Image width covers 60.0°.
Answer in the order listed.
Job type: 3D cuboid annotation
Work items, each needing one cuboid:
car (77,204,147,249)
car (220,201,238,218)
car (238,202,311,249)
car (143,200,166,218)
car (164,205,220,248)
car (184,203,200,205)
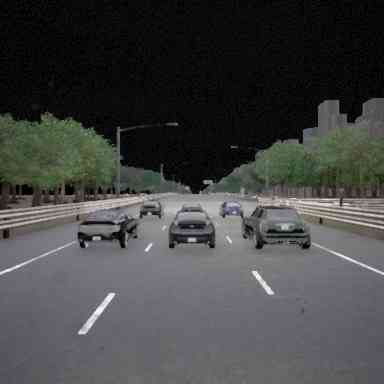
[{"bbox_3d":[-3.500,1.495,14.651,2.128,1.511,4.902,0,0,0],"label":"car"},{"bbox_3d":[3.500,1.529,29.649,1.812,1.442,4.674,0,0,0],"label":"car"},{"bbox_3d":[3.500,1.366,14.620,2.097,1.767,4.553,0,0,0],"label":"car"},{"bbox_3d":[-3.500,1.512,29.650,1.837,1.490,4.892,0,0,0],"label":"car"},{"bbox_3d":[0.000,1.516,14.650,1.837,1.490,4.892,0,0,0],"label":"car"},{"bbox_3d":[0.000,1.612,29.680,1.895,1.301,4.718,0,0,0],"label":"car"}]
